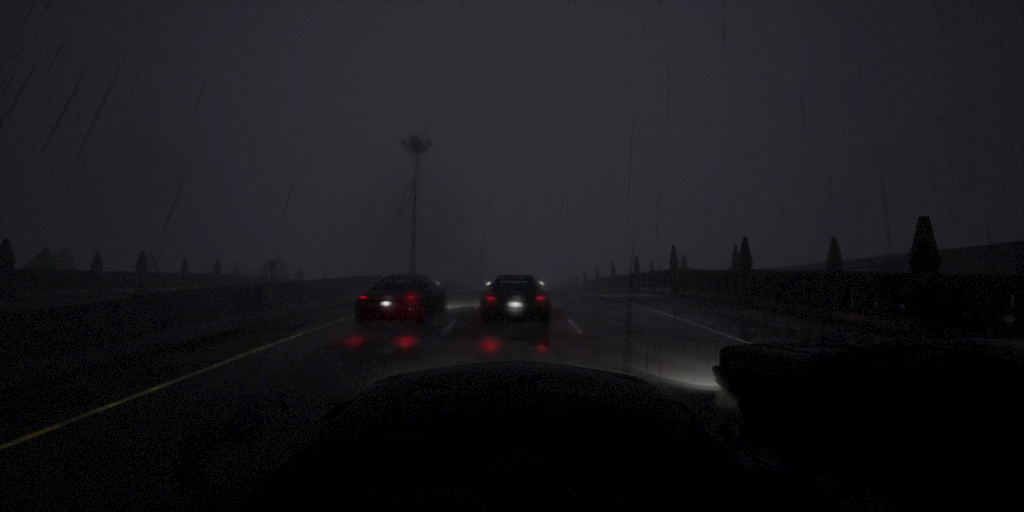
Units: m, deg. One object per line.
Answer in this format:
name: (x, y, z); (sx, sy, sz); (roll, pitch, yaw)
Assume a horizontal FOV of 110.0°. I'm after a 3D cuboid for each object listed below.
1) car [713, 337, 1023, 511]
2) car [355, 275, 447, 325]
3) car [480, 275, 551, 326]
car: (3.600, 1.289, 2.301); (2.033, 1.411, 5.357); (0, 1, 0)
car: (-3.398, 1.296, 11.690); (1.994, 1.385, 4.181); (0, -1, 0)
car: (0.102, 1.290, 11.415); (1.994, 1.385, 4.181); (0, -1, 0)
